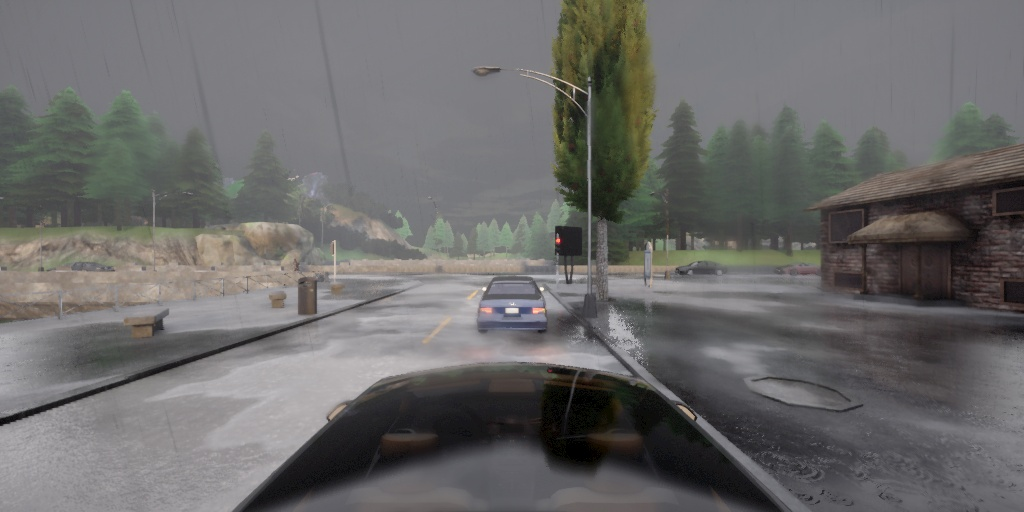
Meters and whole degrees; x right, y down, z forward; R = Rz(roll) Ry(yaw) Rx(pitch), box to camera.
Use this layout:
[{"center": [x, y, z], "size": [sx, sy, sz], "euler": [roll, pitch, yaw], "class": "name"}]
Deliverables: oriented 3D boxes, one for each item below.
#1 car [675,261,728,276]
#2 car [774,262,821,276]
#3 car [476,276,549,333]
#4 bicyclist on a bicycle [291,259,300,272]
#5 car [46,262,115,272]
[{"center": [19.202, 1.264, 36.459], "size": [4.892, 1.490, 1.837], "euler": [0, 0, 0], "class": "car"}, {"center": [29.166, 1.323, 36.455], "size": [4.181, 1.385, 1.994], "euler": [0, 0, 0], "class": "car"}, {"center": [0.026, 1.300, 10.739], "size": [2.033, 1.411, 5.357], "euler": [0, 0, 0], "class": "car"}, {"center": [-24.513, 1.109, 40.673], "size": [0.582, 1.620, 1.656], "euler": [0, 0, 0], "class": "bicyclist on a bicycle"}, {"center": [-43.714, 1.306, 36.383], "size": [5.357, 1.411, 2.033], "euler": [0, 0, 0], "class": "car"}]
